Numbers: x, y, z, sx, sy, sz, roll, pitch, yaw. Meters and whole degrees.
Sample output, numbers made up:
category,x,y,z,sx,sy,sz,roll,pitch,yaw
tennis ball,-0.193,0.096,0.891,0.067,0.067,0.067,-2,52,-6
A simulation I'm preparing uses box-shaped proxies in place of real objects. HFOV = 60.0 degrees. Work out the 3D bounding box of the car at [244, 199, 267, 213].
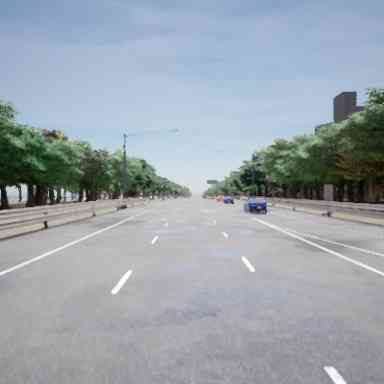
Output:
category,x,y,z,sx,sy,sz,roll,pitch,yaw
car,7.011,1.485,37.054,1.882,1.535,5.008,0,0,0

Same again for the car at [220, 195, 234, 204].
category,x,y,z,sx,sy,sz,roll,pitch,yaw
car,7.062,1.591,65.510,1.812,1.442,4.674,0,0,0

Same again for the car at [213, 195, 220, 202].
category,x,y,z,sx,sy,sz,roll,pitch,yaw
car,7.141,1.551,82.628,2.097,1.767,4.553,0,-1,0
